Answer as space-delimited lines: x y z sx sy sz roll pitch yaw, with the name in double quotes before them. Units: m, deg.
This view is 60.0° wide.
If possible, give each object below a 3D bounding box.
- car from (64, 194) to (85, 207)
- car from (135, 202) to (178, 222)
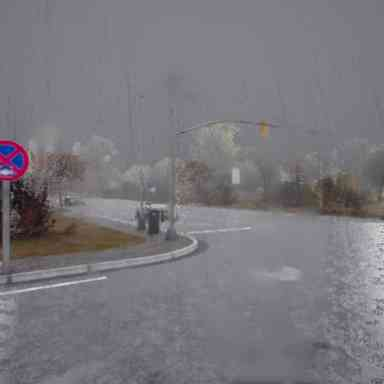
"car" -16.774 1.156 47.521 2.097 1.767 4.553 0 1 -32
"car" -2.826 1.518 25.340 1.812 1.442 4.674 0 0 -32
